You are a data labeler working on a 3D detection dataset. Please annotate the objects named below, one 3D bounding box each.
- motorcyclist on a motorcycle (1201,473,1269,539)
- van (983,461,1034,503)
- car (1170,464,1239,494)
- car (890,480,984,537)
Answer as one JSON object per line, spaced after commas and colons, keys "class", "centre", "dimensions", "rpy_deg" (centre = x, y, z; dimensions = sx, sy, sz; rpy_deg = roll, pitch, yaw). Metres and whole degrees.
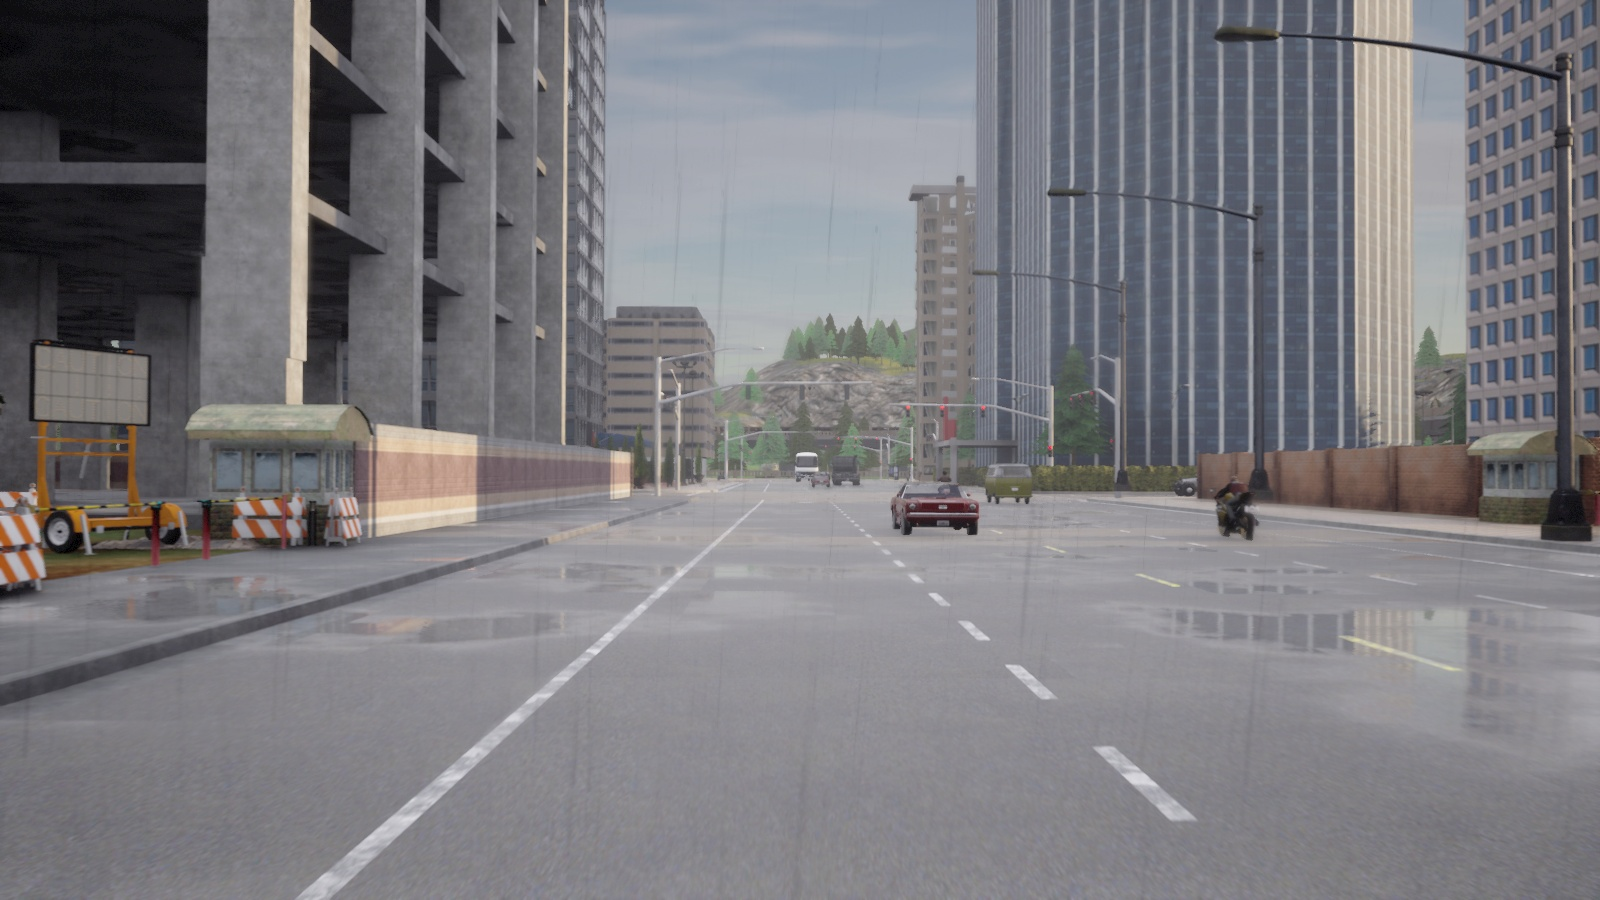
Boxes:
{"class": "motorcyclist on a motorcycle", "centre": [10.427, 1.318, 30.168], "dimensions": [0.866, 1.530, 2.191], "rpy_deg": [0, -1, 0]}
{"class": "van", "centre": [10.336, 1.584, 62.567], "dimensions": [1.775, 1.987, 4.442], "rpy_deg": [0, -1, 0]}
{"class": "car", "centre": [26.631, 1.903, 82.722], "dimensions": [3.866, 1.878, 1.905], "rpy_deg": [0, -1, 0]}
{"class": "car", "centre": [3.422, 1.447, 32.229], "dimensions": [1.895, 1.301, 4.718], "rpy_deg": [0, -1, 0]}
